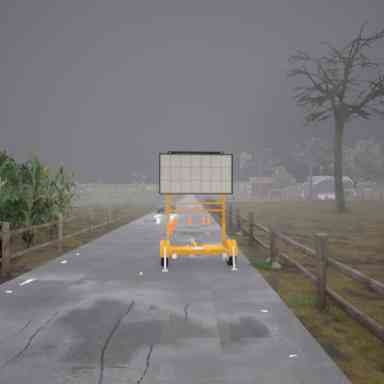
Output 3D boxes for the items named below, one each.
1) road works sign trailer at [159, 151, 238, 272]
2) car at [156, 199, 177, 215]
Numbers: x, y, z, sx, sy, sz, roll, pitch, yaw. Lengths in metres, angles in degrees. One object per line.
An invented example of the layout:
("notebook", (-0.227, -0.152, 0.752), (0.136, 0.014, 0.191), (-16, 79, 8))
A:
("road works sign trailer", (0.116, 0.476, 10.936), (2.380, 3.560, 2.880), (0, 0, -5))
("car", (-2.736, 1.591, 35.856), (1.837, 1.490, 4.892), (0, 0, 0))
